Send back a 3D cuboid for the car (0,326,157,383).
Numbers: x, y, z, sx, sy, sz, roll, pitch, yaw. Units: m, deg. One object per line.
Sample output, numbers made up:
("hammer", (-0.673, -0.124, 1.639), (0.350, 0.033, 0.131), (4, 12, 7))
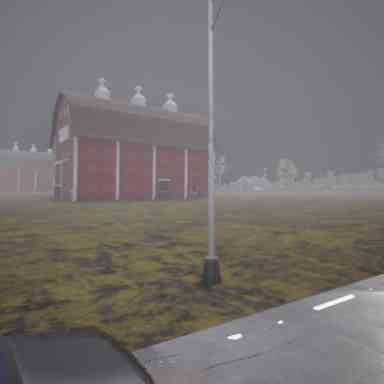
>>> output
("car", (-2.574, 1.554, 1.226), (5.357, 1.411, 2.033), (0, 0, -35))
